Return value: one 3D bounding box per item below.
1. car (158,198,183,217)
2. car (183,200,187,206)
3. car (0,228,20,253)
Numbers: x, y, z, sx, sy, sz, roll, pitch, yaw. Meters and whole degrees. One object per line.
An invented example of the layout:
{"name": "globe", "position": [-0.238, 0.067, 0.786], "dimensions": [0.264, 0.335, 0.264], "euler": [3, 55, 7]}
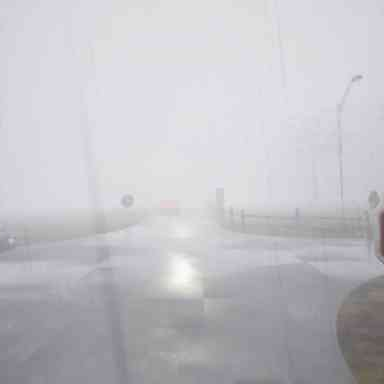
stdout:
{"name": "car", "position": [-2.499, 1.732, 37.466], "dimensions": [2.150, 2.045, 5.566], "euler": [0, -1, 0]}
{"name": "car", "position": [-2.260, 2.450, 74.866], "dimensions": [2.128, 1.511, 4.902], "euler": [0, -1, 0]}
{"name": "car", "position": [-9.596, 2.039, 13.984], "dimensions": [4.181, 1.385, 1.994], "euler": [-1, -1, 0]}
